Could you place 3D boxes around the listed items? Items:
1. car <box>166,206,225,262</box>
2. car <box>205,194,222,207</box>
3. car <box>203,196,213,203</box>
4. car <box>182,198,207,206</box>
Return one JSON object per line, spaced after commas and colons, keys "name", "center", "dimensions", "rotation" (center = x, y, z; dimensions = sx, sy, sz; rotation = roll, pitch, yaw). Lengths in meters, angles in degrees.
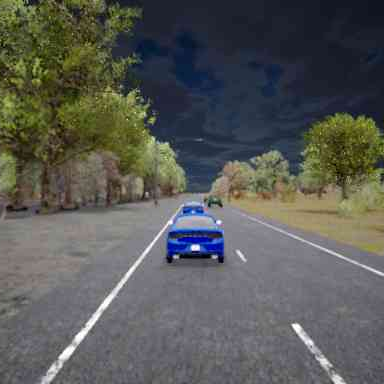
{"name": "car", "center": [0.104, 1.508, 12.351], "dimensions": [1.882, 1.535, 5.008], "rotation": [0, 0, 0]}
{"name": "car", "center": [3.616, 1.357, 53.809], "dimensions": [2.150, 2.045, 5.566], "rotation": [0, 0, 0]}
{"name": "car", "center": [3.524, 1.662, 72.927], "dimensions": [1.882, 1.535, 5.008], "rotation": [0, 0, 0]}
{"name": "car", "center": [0.108, 1.554, 30.972], "dimensions": [1.882, 1.535, 5.008], "rotation": [0, 0, 0]}
